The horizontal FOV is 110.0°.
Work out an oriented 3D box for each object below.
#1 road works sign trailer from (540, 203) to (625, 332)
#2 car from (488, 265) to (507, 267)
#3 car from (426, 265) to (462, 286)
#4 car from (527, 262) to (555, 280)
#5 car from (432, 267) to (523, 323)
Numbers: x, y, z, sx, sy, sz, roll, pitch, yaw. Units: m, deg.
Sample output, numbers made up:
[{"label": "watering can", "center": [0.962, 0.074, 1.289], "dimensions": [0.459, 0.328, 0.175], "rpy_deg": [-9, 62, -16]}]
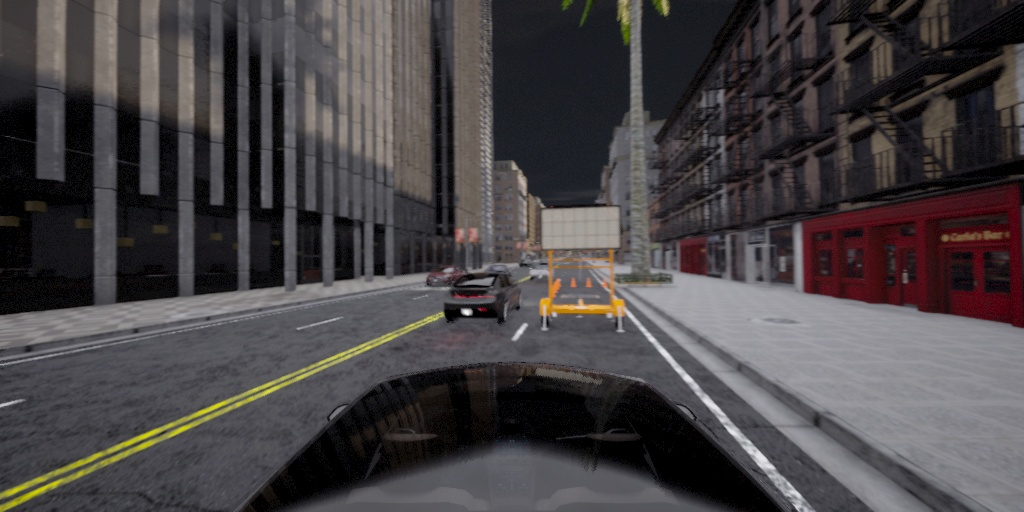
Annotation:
[{"label": "road works sign trailer", "center": [2.126, 0.224, 11.008], "dimensions": [2.380, 3.560, 2.880], "rpy_deg": [0, 0, 10]}, {"label": "car", "center": [-1.232, 1.431, 29.379], "dimensions": [2.033, 1.411, 5.357], "rpy_deg": [-1, 0, 10]}, {"label": "car", "center": [-4.922, 1.454, 27.266], "dimensions": [1.812, 1.442, 4.674], "rpy_deg": [-1, 0, 10]}, {"label": "car", "center": [2.796, 1.437, 32.221], "dimensions": [1.895, 1.301, 4.718], "rpy_deg": [-1, 0, 10]}, {"label": "car", "center": [-0.830, 1.312, 12.378], "dimensions": [1.837, 1.490, 4.892], "rpy_deg": [-1, 0, 10]}]
